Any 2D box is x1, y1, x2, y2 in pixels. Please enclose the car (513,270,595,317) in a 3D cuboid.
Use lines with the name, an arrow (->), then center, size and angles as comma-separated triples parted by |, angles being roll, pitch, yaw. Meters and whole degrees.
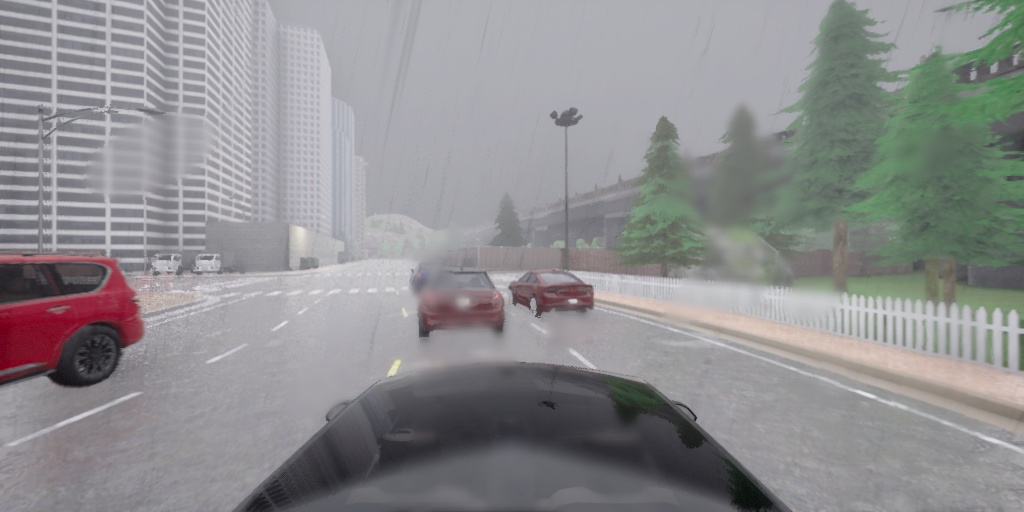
car -> 1.249, 1.239, 13.364 | 1.882, 1.535, 5.008 | 0, 0, -15

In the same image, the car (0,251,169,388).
car -> -7.300, 0.974, 3.928 | 2.150, 2.045, 5.566 | 0, 0, -7

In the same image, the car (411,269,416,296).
car -> -4.485, 1.120, 19.985 | 2.097, 1.767, 4.553 | 0, 0, -18

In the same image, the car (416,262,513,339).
car -> -1.587, 1.110, 10.425 | 2.097, 1.767, 4.553 | 0, 0, -13
